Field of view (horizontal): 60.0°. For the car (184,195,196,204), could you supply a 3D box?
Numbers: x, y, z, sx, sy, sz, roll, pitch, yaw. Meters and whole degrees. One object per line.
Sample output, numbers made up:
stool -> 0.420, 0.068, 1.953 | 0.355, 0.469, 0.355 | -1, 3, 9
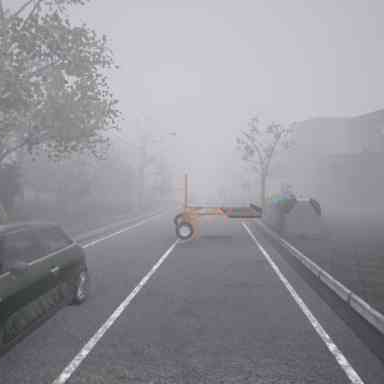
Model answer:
car -> -0.379, 1.276, 56.955 | 1.837, 1.490, 4.892 | 0, 0, -4

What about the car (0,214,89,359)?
car -> -3.262, 1.320, 4.955 | 2.097, 1.767, 4.553 | 0, 0, 4

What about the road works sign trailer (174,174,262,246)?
road works sign trailer -> 1.030, 0.661, 14.522 | 3.560, 2.880, 2.380 | 0, 5, -5

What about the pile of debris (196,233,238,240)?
pile of debris -> 1.162, 2.107, 15.818 | 1.860, 0.140, 1.500 | 0, 0, 3
